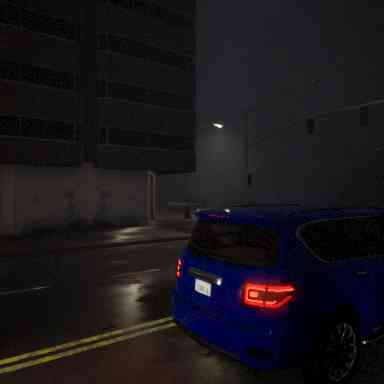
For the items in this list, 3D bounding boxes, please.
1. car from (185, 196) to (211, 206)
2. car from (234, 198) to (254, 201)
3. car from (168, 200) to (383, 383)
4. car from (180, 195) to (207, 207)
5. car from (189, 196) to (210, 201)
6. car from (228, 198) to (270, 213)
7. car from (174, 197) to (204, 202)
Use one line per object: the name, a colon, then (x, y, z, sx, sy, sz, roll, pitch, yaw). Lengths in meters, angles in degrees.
car: (1.007, 1.478, 57.819, 1.882, 1.535, 5.008, 0, 0, -36)
car: (5.519, 1.547, 33.615, 2.033, 1.411, 5.357, 0, 0, -31)
car: (2.328, 1.221, 5.469, 5.566, 2.045, 2.150, 0, 0, -35)
car: (0.165, 1.352, 53.030, 2.097, 1.767, 4.553, 0, 0, -36)
car: (0.217, 1.478, 46.737, 1.882, 1.535, 5.008, 0, 0, -36)
car: (6.449, 1.505, 38.186, 1.837, 1.490, 4.892, 0, 0, -36)
car: (-1.039, 1.601, 42.512, 1.895, 1.301, 4.718, 0, 0, -36)
